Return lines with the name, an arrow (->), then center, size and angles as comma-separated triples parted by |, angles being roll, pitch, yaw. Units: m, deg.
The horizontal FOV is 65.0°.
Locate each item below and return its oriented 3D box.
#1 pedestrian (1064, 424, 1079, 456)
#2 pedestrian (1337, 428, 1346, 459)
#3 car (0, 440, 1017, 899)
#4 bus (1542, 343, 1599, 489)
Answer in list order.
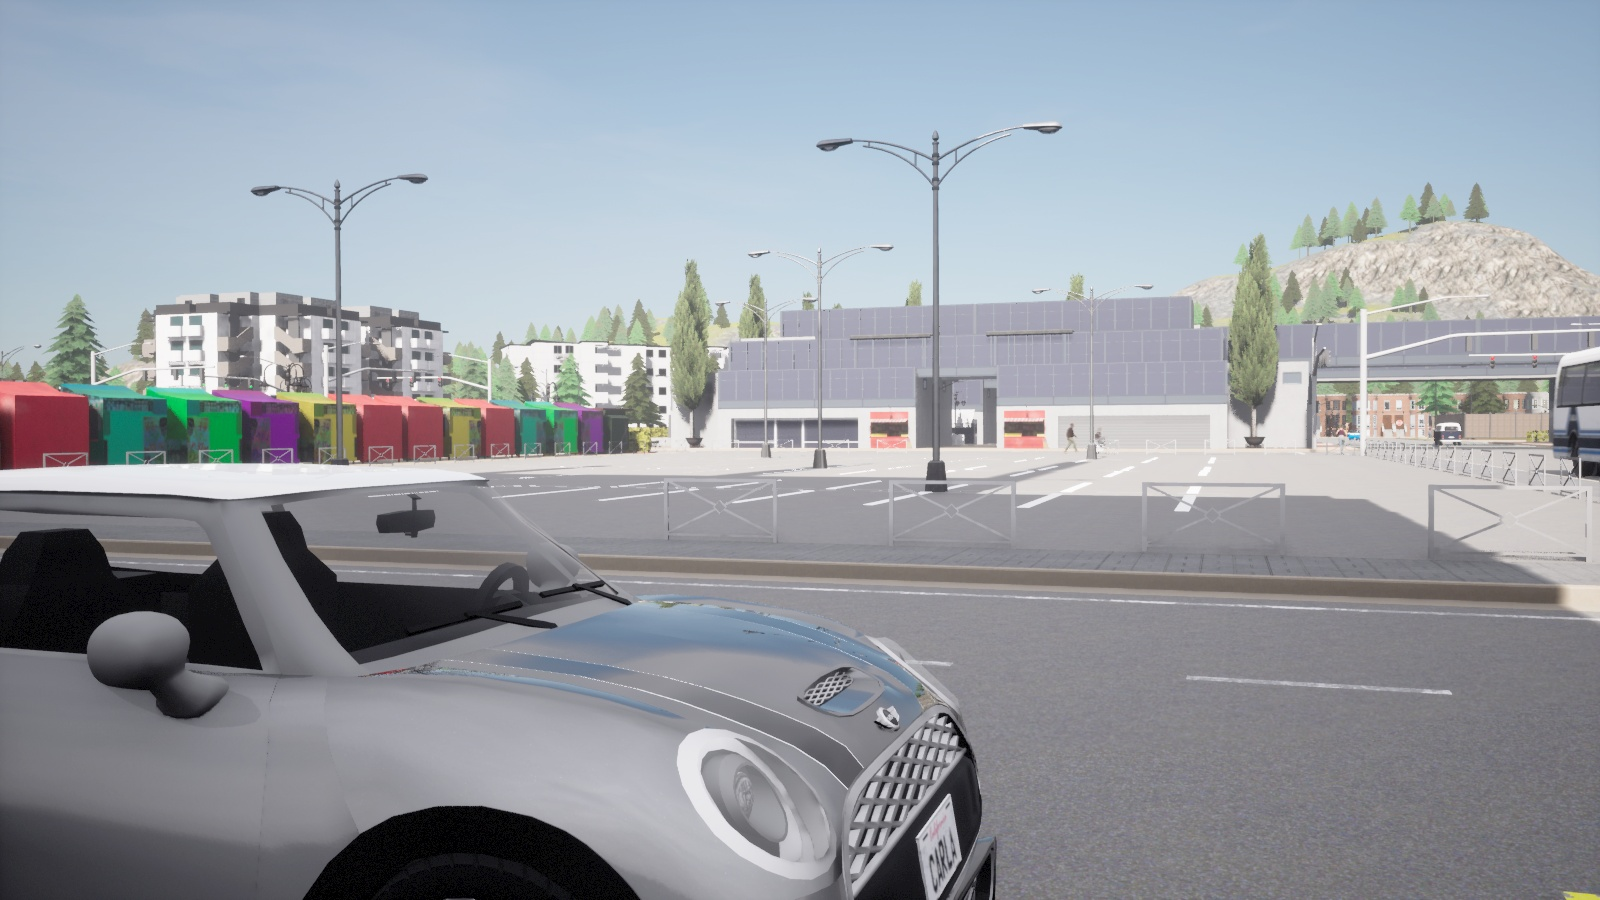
pedestrian -> 15.793, -0.570, 73.035 | 0.703, 1.840, 0.431 | 1, 1, 30
pedestrian -> 31.997, -0.402, 74.241 | 0.345, 1.836, 0.594 | 0, 1, 13
car -> -1.428, 0.728, 3.672 | 3.806, 1.475, 1.970 | 1, 1, 18
bus -> 25.807, -1.002, 37.725 | 3.944, 4.253, 10.273 | 1, 1, 18
